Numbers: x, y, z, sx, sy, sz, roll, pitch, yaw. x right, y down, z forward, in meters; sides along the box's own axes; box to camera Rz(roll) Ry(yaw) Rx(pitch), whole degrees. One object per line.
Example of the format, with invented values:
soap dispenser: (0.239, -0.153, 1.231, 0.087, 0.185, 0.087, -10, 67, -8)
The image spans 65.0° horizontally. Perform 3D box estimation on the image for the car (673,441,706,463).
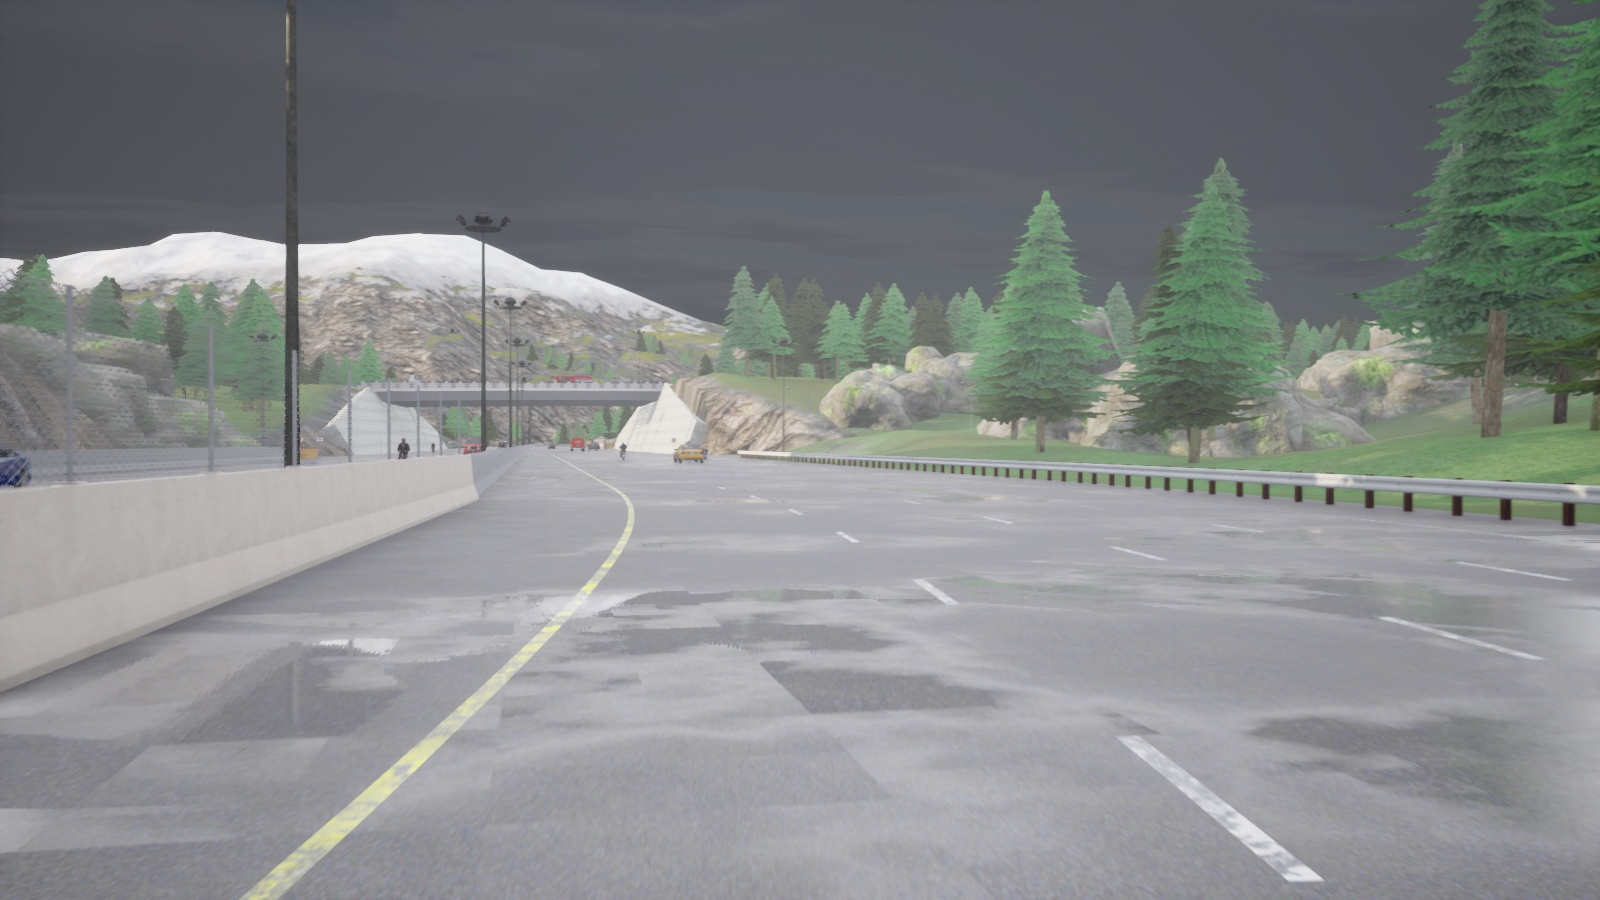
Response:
car: (-8.237, 0.156, 93.309, 1.801, 1.575, 5.366, 0, 0, -12)

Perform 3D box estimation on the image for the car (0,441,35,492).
car: (-25.078, 0.498, 37.839, 1.882, 1.535, 5.008, 0, 0, -12)
